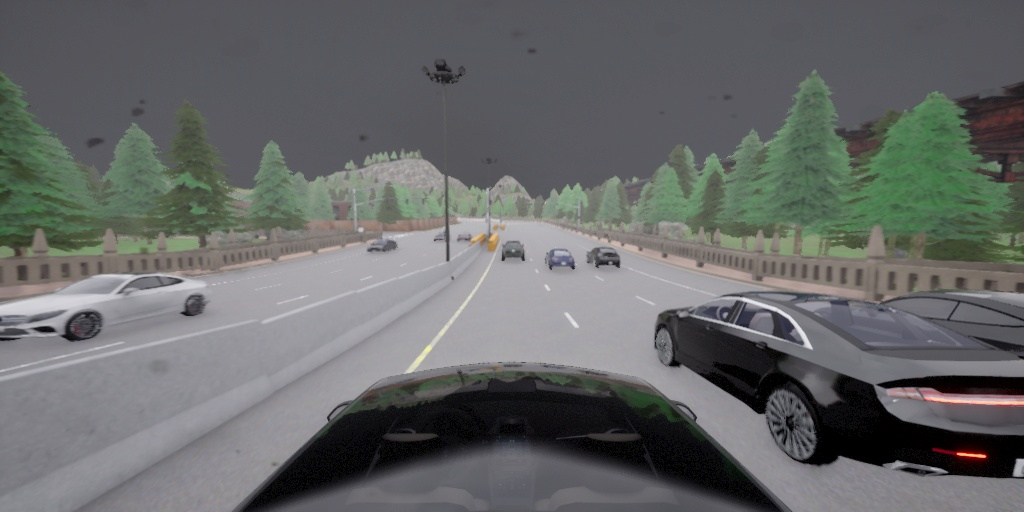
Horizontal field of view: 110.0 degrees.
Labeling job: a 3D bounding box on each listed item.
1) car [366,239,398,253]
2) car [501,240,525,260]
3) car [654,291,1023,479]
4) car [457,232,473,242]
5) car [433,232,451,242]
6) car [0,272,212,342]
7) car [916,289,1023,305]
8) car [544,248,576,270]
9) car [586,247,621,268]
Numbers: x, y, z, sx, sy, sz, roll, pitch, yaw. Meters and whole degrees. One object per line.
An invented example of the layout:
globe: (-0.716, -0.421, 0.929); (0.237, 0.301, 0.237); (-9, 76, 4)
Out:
car: (-14.081, -1.188, 39.288); (2.033, 1.411, 5.357); (0, 7, 0)
car: (0.097, -0.696, 33.517); (2.097, 1.767, 4.553); (0, 7, 0)
car: (3.599, 1.224, 4.882); (2.128, 1.511, 4.902); (0, 0, 0)
car: (-6.934, -2.862, 53.099); (1.812, 1.442, 4.674); (0, 7, 1)
car: (-10.422, -2.885, 53.910); (2.033, 1.411, 5.357); (0, 7, 0)
car: (-10.602, 1.186, 9.705); (1.812, 1.442, 4.674); (0, 2, 0)
car: (7.099, 1.253, 5.645); (1.812, 1.442, 4.674); (0, 0, 0)
car: (3.594, 0.148, 27.175); (1.812, 1.442, 4.674); (0, 5, 0)
car: (7.094, 0.035, 28.156); (1.837, 1.490, 4.892); (0, 5, 0)
